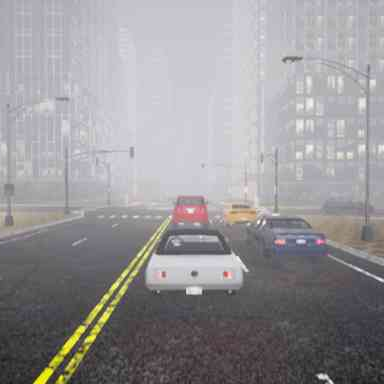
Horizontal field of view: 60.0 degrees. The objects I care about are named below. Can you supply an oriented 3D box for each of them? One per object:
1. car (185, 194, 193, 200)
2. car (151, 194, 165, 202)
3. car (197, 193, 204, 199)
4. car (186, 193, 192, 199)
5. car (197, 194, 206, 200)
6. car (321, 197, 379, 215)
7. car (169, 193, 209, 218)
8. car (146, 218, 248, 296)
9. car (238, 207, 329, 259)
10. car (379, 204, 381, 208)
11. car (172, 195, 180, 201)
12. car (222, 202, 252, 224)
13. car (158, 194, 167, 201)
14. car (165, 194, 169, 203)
[{"bbox_3d":[-0.785,1.317,85.285,1.812,1.442,4.674,0,0,-1],"label":"car"},{"bbox_3d":[-7.133,1.348,67.497,2.128,1.511,4.902,0,0,0],"label":"car"},{"bbox_3d":[2.372,1.126,95.315,1.812,1.442,4.674,0,0,-1],"label":"car"},{"bbox_3d":[-0.878,1.126,95.286,1.812,1.442,4.674,0,0,-1],"label":"car"},{"bbox_3d":[2.469,1.333,84.899,2.033,1.411,5.357,0,0,-1],"label":"car"},{"bbox_3d":[15.887,1.468,34.231,5.009,1.841,2.192,1,1,0],"label":"car"},{"bbox_3d":[-0.097,1.180,21.393,2.150,2.045,5.566,0,0,-1],"label":"car"},{"bbox_3d":[0.022,1.586,8.544,1.895,1.301,4.718,0,0,-1],"label":"car"},{"bbox_3d":[3.240,1.524,12.430,2.033,1.411,5.357,0,0,0],"label":"car"},{"bbox_3d":[21.419,1.580,42.569,4.829,1.417,1.752,1,1,0],"label":"car"},{"bbox_3d":[-4.014,1.402,82.916,1.895,1.301,4.718,0,0,-1],"label":"car"},{"bbox_3d":[3.147,1.434,22.514,1.882,1.535,5.008,0,0,1],"label":"car"},{"bbox_3d":[-7.265,1.285,82.933,1.882,1.535,5.008,0,0,-1],"label":"car"},{"bbox_3d":[-3.882,1.411,67.486,1.994,1.385,4.181,0,0,0],"label":"car"}]
